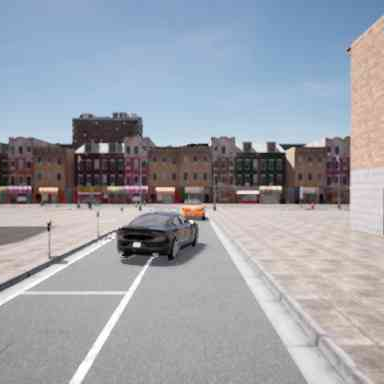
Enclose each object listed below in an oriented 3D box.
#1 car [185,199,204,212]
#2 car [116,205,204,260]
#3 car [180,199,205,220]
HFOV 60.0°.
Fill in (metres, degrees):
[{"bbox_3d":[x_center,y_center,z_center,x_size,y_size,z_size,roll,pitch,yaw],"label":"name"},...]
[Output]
[{"bbox_3d":[0.362,1.613,41.135,1.812,1.442,4.674,0,0,6],"label":"car"},{"bbox_3d":[-1.101,1.501,12.787,1.882,1.535,5.008,0,0,15],"label":"car"},{"bbox_3d":[0.028,1.412,29.068,2.097,1.767,4.553,0,0,-1],"label":"car"}]
